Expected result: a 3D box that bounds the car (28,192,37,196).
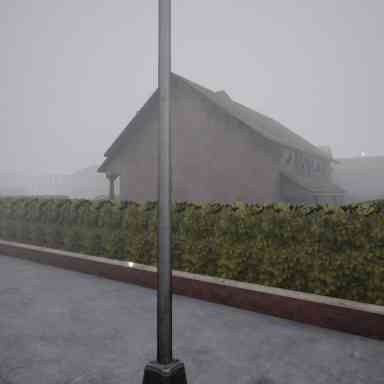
[{"bbox_3d":[-33.519,0.973,70.191,3.866,1.878,1.905,0,0,36],"label":"car"}]
